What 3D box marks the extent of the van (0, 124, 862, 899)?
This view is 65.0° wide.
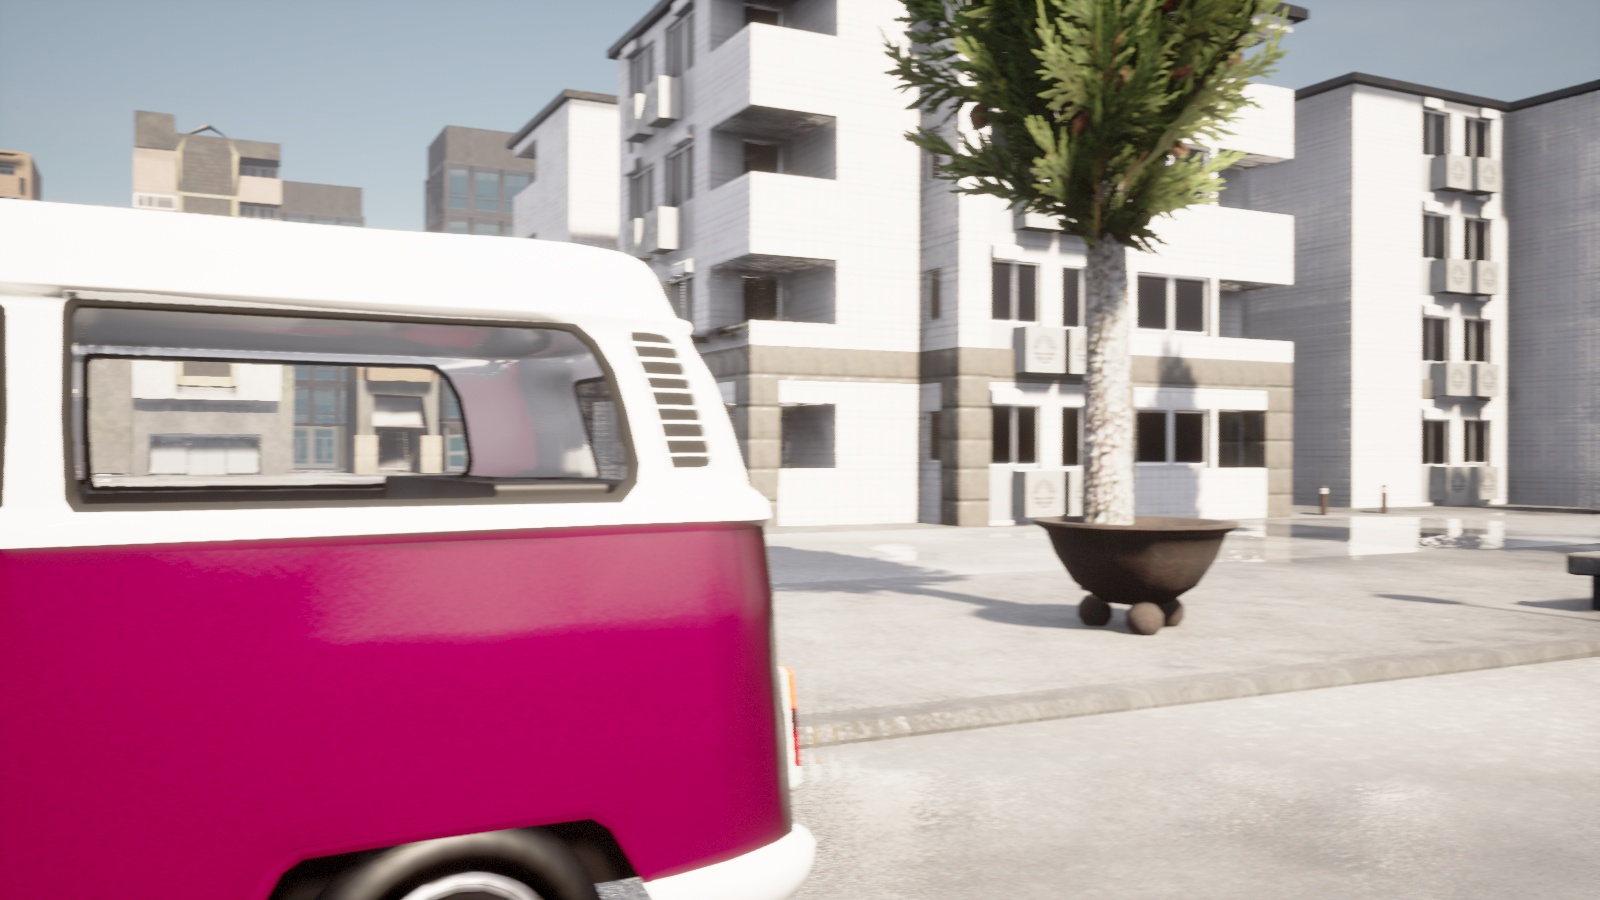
[{"bbox_3d":[-2.319,0.473,2.777,4.480,2.038,2.069,0,0,-29],"label":"van"}]
